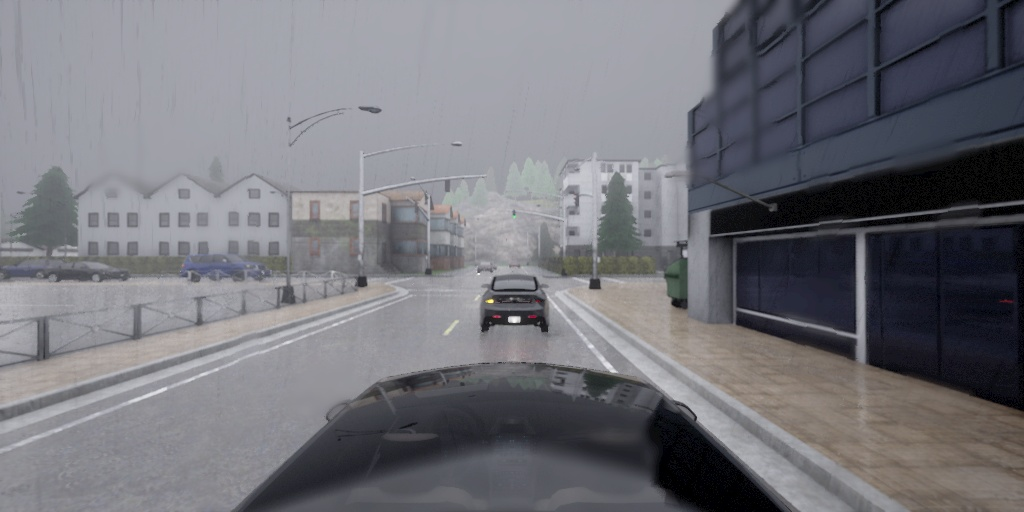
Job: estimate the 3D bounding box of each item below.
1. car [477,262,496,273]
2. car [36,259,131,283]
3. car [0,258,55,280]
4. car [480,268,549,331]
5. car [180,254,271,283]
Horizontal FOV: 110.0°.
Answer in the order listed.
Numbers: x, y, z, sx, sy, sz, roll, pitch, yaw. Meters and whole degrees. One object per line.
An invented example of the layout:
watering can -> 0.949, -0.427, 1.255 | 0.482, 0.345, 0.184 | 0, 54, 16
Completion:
car -> -3.462, 1.471, 47.488 | 1.812, 1.442, 4.674 | 0, 0, 0
car -> -31.047, 1.155, 26.339 | 5.008, 1.535, 1.882 | 0, 0, 0
car -> -39.798, 1.045, 30.080 | 4.553, 1.767, 2.097 | 0, 0, 0
car -> 0.090, 1.297, 11.178 | 1.837, 1.490, 4.892 | 0, 0, 1
car -> -20.920, 0.899, 26.275 | 5.566, 2.045, 2.150 | 0, 0, 0
